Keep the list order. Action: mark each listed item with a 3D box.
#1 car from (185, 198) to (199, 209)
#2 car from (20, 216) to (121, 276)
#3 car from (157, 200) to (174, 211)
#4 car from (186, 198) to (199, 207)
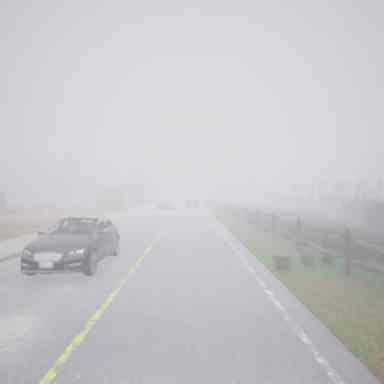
[{"bbox_3d":[-0.020,1.626,50.971,2.097,1.767,4.553,0,0,0],"label":"car"},{"bbox_3d":[-3.583,1.550,10.664,2.128,1.511,4.902,0,0,0],"label":"car"},{"bbox_3d":[-3.521,1.806,44.673,1.994,1.385,4.181,0,0,0],"label":"car"},{"bbox_3d":[-0.024,1.877,61.216,2.033,1.411,5.357,0,0,-4],"label":"car"}]
